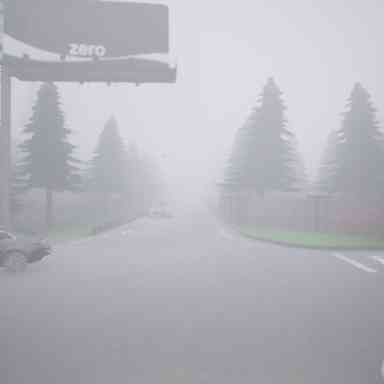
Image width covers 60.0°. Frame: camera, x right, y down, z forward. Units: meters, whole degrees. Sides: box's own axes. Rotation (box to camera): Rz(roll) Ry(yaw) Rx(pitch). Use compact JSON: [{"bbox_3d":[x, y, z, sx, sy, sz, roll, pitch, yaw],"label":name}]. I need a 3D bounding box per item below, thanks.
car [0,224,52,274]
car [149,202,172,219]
[{"bbox_3d":[-7.120,1.831,10.642,4.902,1.511,2.128,-1,1,-21],"label":"car"},{"bbox_3d":[-3.194,1.805,34.303,2.097,1.767,4.553,0,-1,0],"label":"car"}]
